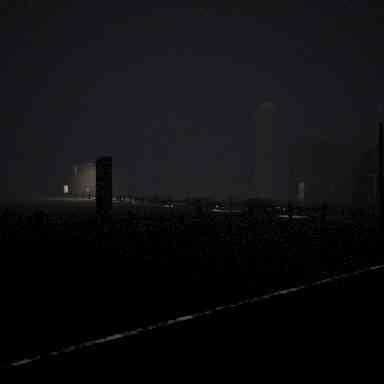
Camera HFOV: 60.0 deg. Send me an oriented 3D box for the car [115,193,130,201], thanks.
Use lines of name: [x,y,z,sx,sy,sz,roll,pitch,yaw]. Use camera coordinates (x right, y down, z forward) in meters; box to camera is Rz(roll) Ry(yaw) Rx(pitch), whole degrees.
car: [-13.566,0.911,66.022,1.837,1.490,4.892,-1,1,-36]

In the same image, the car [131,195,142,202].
car: [-8.708,1.090,59.291,1.895,1.301,4.718,-1,1,-36]

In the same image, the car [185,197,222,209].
car: [1.325,1.262,40.425,2.033,1.411,5.357,-1,1,-36]

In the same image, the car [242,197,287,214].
car: [7.036,1.312,32.479,1.837,1.490,4.892,-1,1,-36]

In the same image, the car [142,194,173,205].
car: [-4.856,1.161,49.036,2.033,1.411,5.357,-1,1,-36]
